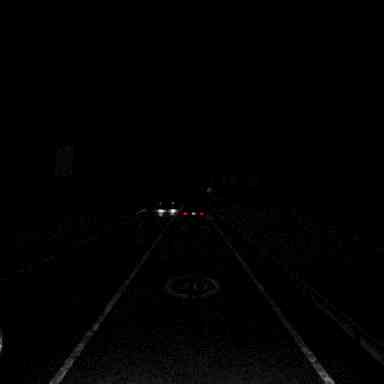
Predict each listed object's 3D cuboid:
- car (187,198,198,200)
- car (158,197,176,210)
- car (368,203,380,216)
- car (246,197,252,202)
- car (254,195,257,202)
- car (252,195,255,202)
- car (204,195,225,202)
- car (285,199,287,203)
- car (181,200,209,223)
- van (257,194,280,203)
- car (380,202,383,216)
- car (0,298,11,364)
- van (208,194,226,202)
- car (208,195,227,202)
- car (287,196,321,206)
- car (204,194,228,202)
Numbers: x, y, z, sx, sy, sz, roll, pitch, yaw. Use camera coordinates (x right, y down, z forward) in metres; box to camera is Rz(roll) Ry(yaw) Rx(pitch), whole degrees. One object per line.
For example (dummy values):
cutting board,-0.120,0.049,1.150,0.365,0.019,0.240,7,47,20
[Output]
car,0.097,1.571,42.919,2.128,1.511,4.902,0,0,0
car,-3.341,1.436,45.295,2.097,1.767,4.553,0,0,0
car,18.702,1.546,30.512,4.674,1.452,2.002,0,0,0
car,18.425,1.723,89.987,5.566,2.045,2.435,0,-2,-1
car,18.706,1.774,81.606,5.366,1.575,1.946,0,-1,0
car,18.685,1.830,84.267,5.366,1.575,1.946,0,-1,0
car,6.194,1.766,91.509,5.566,2.045,2.435,0,-2,-1
car,18.682,1.590,58.018,4.674,1.452,2.002,0,0,0
car,0.098,1.596,26.063,2.033,1.411,5.357,0,0,0
van,18.427,1.499,78.814,4.442,1.987,1.878,0,-1,0
car,18.698,1.502,27.236,4.892,1.521,2.231,0,0,0
car,-3.350,1.569,2.624,1.994,1.385,4.181,0,0,0
van,6.338,1.631,85.319,4.442,1.987,1.878,0,-1,0
car,6.278,1.662,82.280,4.553,1.767,2.185,0,-1,0
car,18.752,1.418,54.848,4.553,1.767,2.185,0,0,0
car,6.086,1.730,79.358,5.366,1.575,1.946,0,-1,0
